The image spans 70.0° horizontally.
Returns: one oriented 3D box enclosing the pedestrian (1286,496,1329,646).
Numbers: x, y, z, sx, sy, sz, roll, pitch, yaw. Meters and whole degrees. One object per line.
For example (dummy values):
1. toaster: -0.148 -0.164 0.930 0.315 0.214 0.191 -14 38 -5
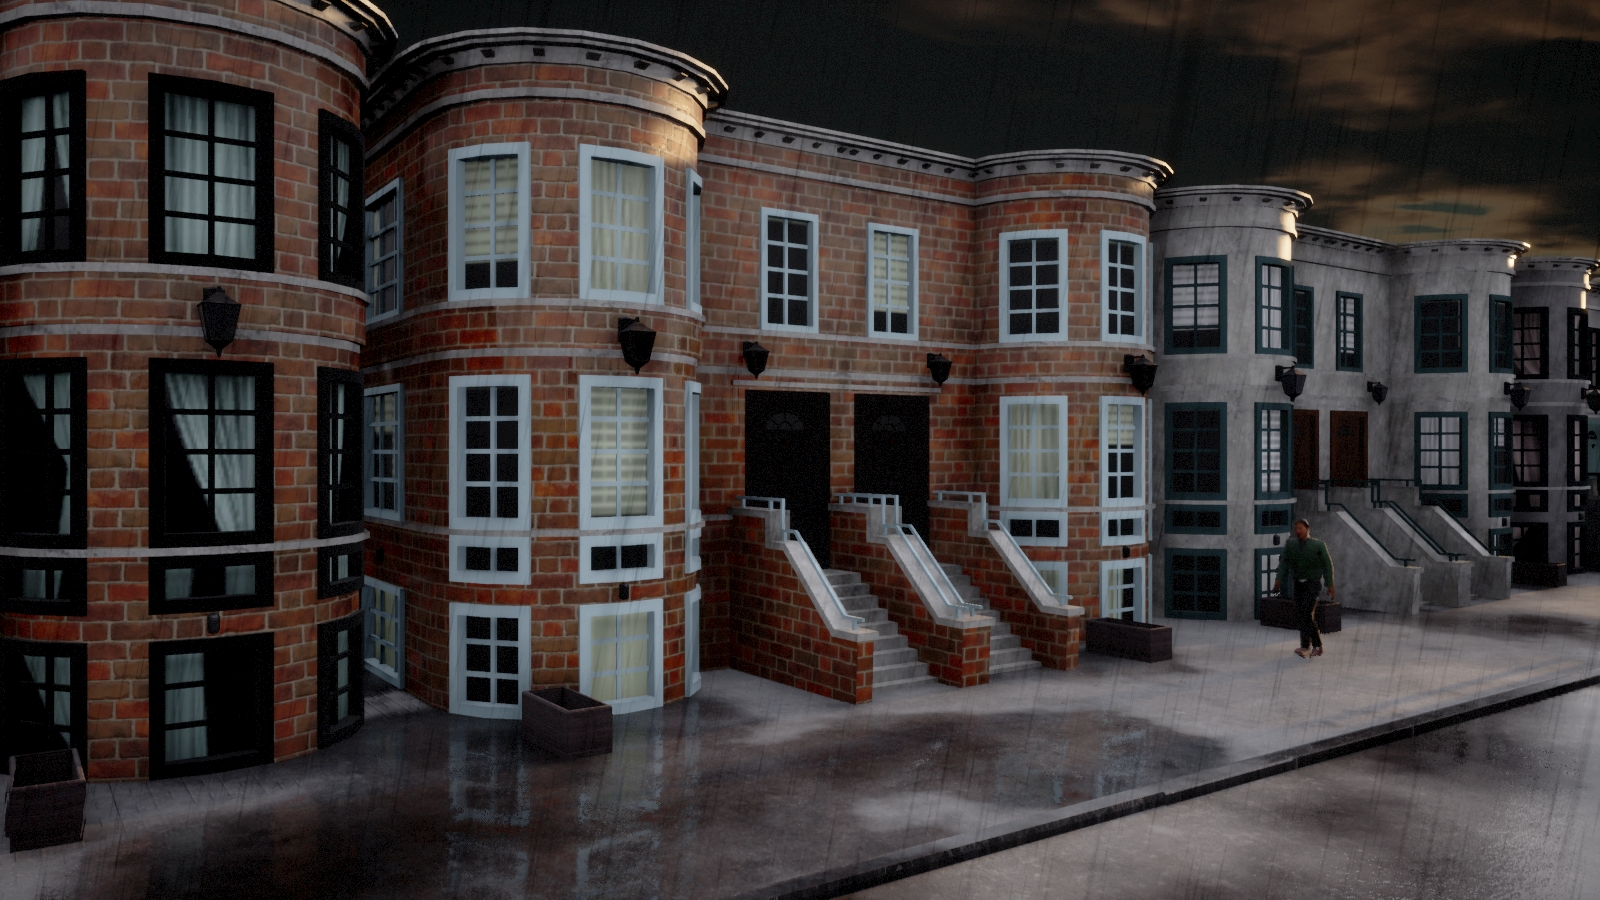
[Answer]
1. pedestrian: 6.468 1.521 14.559 0.375 1.860 0.375 0 0 -38
